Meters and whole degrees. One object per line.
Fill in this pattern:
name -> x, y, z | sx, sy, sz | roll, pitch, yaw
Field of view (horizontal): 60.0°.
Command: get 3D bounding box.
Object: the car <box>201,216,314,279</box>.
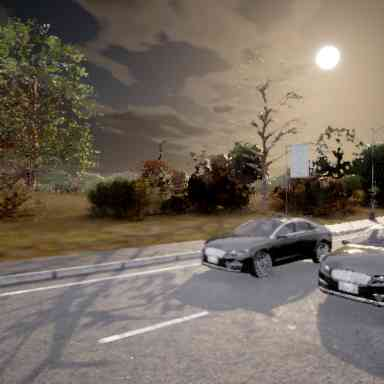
car -> 2.482, 1.538, 10.331 | 4.902, 1.511, 2.128 | 0, 0, -38

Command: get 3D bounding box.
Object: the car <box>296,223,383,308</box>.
car -> 4.863, 1.535, 7.750 | 4.902, 1.511, 2.128 | 0, 0, -38
